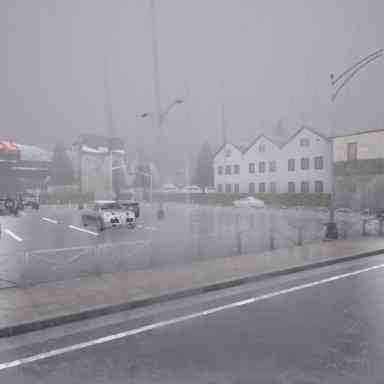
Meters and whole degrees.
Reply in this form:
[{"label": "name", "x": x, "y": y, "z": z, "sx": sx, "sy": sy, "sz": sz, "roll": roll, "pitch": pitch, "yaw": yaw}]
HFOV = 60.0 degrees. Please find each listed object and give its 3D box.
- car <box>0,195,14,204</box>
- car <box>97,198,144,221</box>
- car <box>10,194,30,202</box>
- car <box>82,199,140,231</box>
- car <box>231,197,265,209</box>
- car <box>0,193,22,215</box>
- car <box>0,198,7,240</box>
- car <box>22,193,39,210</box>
[{"label": "car", "x": -38.404, "y": 1.495, "z": 66.658, "sx": 4.611, "sy": 1.667, "sz": 2.242, "roll": 0, "pitch": 0, "yaw": -36}, {"label": "car", "x": -5.742, "y": 1.313, "z": 26.231, "sx": 2.007, "sy": 1.523, "sz": 4.514, "roll": 0, "pitch": 0, "yaw": -36}, {"label": "car", "x": -38.162, "y": 1.328, "z": 73.786, "sx": 3.866, "sy": 1.878, "sz": 1.905, "roll": 0, "pitch": 0, "yaw": -36}, {"label": "car", "x": -4.629, "y": 1.248, "z": 18.365, "sx": 1.970, "sy": 1.475, "sz": 3.806, "roll": 0, "pitch": 0, "yaw": -36}, {"label": "car", "x": 6.914, "y": 1.349, "z": 41.249, "sx": 1.812, "sy": 1.442, "sz": 4.674, "roll": 0, "pitch": 0, "yaw": -35}, {"label": "car", "x": -17.207, "y": 1.113, "z": 30.348, "sx": 1.932, "sy": 1.855, "sz": 4.605, "roll": 0, "pitch": 0, "yaw": -36}, {"label": "car", "x": -9.665, "y": 1.169, "z": 14.375, "sx": 2.152, "sy": 1.636, "sz": 5.027, "roll": 0, "pitch": 0, "yaw": -36}, {"label": "car", "x": -19.101, "y": 1.092, "z": 38.662, "sx": 1.905, "sy": 1.878, "sz": 3.866, "roll": 0, "pitch": 0, "yaw": -36}]
